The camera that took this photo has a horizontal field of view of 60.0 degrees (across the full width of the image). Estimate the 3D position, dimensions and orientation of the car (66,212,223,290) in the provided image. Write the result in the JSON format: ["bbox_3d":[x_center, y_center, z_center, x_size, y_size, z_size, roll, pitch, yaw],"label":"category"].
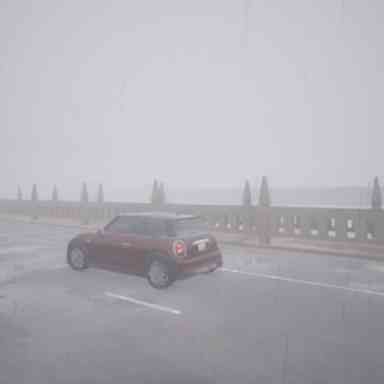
[{"bbox_3d":[-1.484,1.352,9.326,4.553,1.767,2.097,0,0,36],"label":"car"}]
